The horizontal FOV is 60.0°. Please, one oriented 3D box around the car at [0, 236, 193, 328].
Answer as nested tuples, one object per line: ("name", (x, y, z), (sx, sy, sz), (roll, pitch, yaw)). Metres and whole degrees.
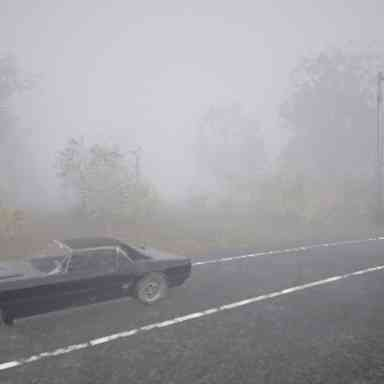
("car", (-2.399, 1.601, 6.472), (4.718, 1.301, 1.895), (0, 0, -36))
